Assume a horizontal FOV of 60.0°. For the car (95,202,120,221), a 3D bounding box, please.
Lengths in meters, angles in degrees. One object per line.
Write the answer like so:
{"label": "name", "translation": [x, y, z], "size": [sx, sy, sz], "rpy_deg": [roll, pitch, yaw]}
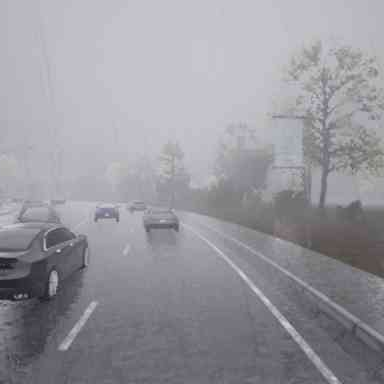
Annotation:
{"label": "car", "translation": [-6.871, 1.547, 27.039], "size": [1.812, 1.442, 4.674], "rpy_deg": [0, 0, -13]}

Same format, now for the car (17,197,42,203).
{"label": "car", "translation": [-16.906, 1.527, 35.593], "size": [2.128, 1.511, 4.902], "rpy_deg": [0, 0, -19]}

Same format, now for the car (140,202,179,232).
{"label": "car", "translation": [-1.964, 1.573, 20.496], "size": [1.994, 1.385, 4.181], "rpy_deg": [0, 0, -10]}

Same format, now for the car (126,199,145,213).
{"label": "car", "translation": [-6.240, 1.515, 37.415], "size": [2.128, 1.511, 4.902], "rpy_deg": [0, 0, -18]}

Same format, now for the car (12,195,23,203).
{"label": "car", "translation": [-37.028, 1.515, 71.173], "size": [1.837, 1.490, 4.892], "rpy_deg": [0, 0, -40]}

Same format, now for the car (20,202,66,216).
{"label": "car", "translation": [-9.167, 1.551, 20.120], "size": [1.812, 1.442, 4.674], "rpy_deg": [0, 0, -11]}

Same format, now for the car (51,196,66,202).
{"label": "car", "translation": [-23.300, 1.523, 57.901], "size": [1.882, 1.535, 5.008], "rpy_deg": [0, 0, -30]}

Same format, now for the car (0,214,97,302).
{"label": "car", "translation": [-3.879, 1.518, 8.211], "size": [1.837, 1.490, 4.892], "rpy_deg": [0, 0, -4]}
